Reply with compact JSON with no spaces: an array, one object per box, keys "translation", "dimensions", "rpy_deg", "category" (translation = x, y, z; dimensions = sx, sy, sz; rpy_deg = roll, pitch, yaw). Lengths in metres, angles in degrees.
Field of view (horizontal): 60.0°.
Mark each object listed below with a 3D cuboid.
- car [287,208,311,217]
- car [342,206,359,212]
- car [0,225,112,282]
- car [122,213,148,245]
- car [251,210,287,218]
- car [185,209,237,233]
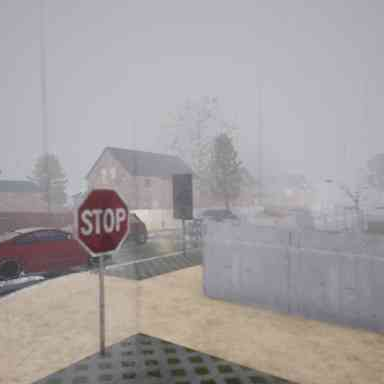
[{"translation":[12.698,2.650,39.825],"dimensions":[2.033,1.411,5.357],"rpy_deg":[-2,-2,36],"category":"car"},{"translation":[24.447,2.901,51.272],"dimensions":[1.837,1.490,4.892],"rpy_deg":[-2,-2,35],"category":"car"},{"translation":[-4.727,1.829,10.783],"dimensions":[1.994,1.385,4.181],"rpy_deg":[-2,-2,43],"category":"car"},{"translation":[-4.253,1.793,16.107],"dimensions":[2.097,1.767,4.553],"rpy_deg":[-2,-2,34],"category":"car"},{"translation":[7.234,2.454,32.221],"dimensions":[1.994,1.385,4.181],"rpy_deg":[-2,-2,36],"category":"car"},{"translation":[1.475,2.017,24.182],"dimensions":[2.097,1.767,4.553],"rpy_deg":[-2,-2,36],"category":"car"}]
